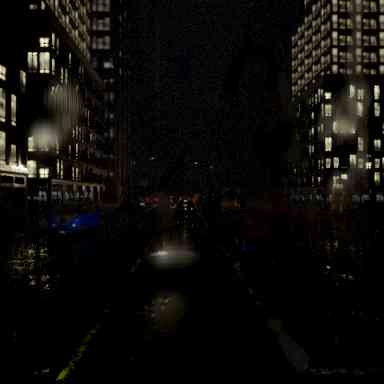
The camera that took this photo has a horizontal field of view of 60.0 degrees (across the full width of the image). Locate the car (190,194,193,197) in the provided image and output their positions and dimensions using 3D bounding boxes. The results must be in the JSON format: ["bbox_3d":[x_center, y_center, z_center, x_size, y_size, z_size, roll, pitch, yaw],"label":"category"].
[{"bbox_3d":[-1.018,1.474,48.659,1.882,1.535,5.008,0,0,-1],"label":"car"}]

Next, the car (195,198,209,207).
[{"bbox_3d":[1.525,1.562,50.941,1.947,1.339,4.313,0,0,-1],"label":"car"}]

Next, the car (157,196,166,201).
[{"bbox_3d":[-7.637,1.571,83.970,1.802,1.307,4.206,0,0,-1],"label":"car"}]

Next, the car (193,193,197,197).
[{"bbox_3d":[1.656,1.312,45.404,2.192,1.841,5.009,0,0,-1],"label":"car"}]

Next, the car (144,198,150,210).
[{"bbox_3d":[-6.593,1.549,39.667,2.008,1.369,4.403,0,0,-1],"label":"car"}]

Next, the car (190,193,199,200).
[{"bbox_3d":[0.612,1.303,89.705,2.192,1.841,5.009,0,0,-1],"label":"car"}]

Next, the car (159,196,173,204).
[{"bbox_3d":[-4.490,1.499,61.601,1.837,1.490,4.892,0,0,-1],"label":"car"}]

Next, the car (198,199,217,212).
[{"bbox_3d":[1.785,1.543,39.865,1.887,1.381,4.507,0,0,-1],"label":"car"}]

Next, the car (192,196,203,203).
[{"bbox_3d":[1.133,1.543,67.554,2.008,1.369,4.403,0,0,-1],"label":"car"}]

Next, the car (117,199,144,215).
[{"bbox_3d":[-6.462,1.565,34.129,1.947,1.339,4.313,0,0,-1],"label":"car"}]

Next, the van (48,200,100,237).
[{"bbox_3d":[-6.069,1.341,17.516,1.690,1.788,3.998,0,0,-1],"label":"van"}]

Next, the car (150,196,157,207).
[{"bbox_3d":[-6.853,1.578,50.743,1.802,1.307,4.206,0,0,-1],"label":"car"}]

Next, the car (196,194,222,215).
[{"bbox_3d":[1.917,1.314,34.327,2.192,1.841,5.009,0,0,-1],"label":"car"}]

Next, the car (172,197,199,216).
[{"bbox_3d":[-0.635,1.546,32.423,2.033,1.411,5.357,0,0,-1],"label":"car"}]

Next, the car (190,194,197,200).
[{"bbox_3d":[0.480,1.426,95.243,1.967,1.590,4.097,0,0,-1],"label":"car"}]

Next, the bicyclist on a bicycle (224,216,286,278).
[{"bbox_3d":[1.657,1.446,8.743,1.656,1.620,0.582,-2,0,-1],"label":"bicyclist on a bicycle"}]

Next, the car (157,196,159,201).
[{"bbox_3d":[-7.376,1.574,72.894,1.802,1.307,4.206,0,0,-1],"label":"car"}]

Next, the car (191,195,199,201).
[{"bbox_3d":[0.741,1.555,84.168,1.947,1.339,4.313,0,0,-1],"label":"car"}]
